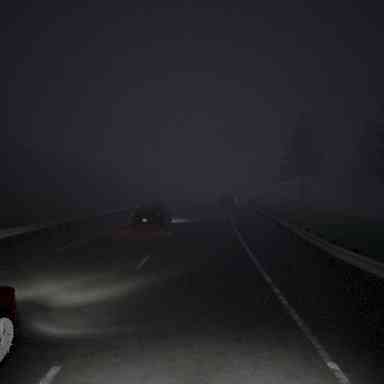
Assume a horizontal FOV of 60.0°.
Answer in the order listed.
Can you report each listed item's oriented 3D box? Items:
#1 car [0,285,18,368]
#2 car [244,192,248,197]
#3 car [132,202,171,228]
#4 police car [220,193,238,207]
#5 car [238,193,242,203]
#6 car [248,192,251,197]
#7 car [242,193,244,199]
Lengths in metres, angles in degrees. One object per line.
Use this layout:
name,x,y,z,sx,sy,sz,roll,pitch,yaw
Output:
car,-3.325,1.456,2.561,1.882,1.535,5.008,0,0,1
car,10.876,0.861,76.488,2.128,1.511,4.902,0,0,15
car,-2.475,1.378,20.959,1.812,1.442,4.674,0,0,4
police car,4.767,1.123,44.170,1.930,1.638,5.238,0,0,9
car,6.496,0.985,53.653,2.097,1.767,4.553,0,0,11
car,15.003,0.738,91.614,1.882,1.535,5.008,0,0,15
car,7.714,1.100,59.425,1.837,1.490,4.892,0,0,13
